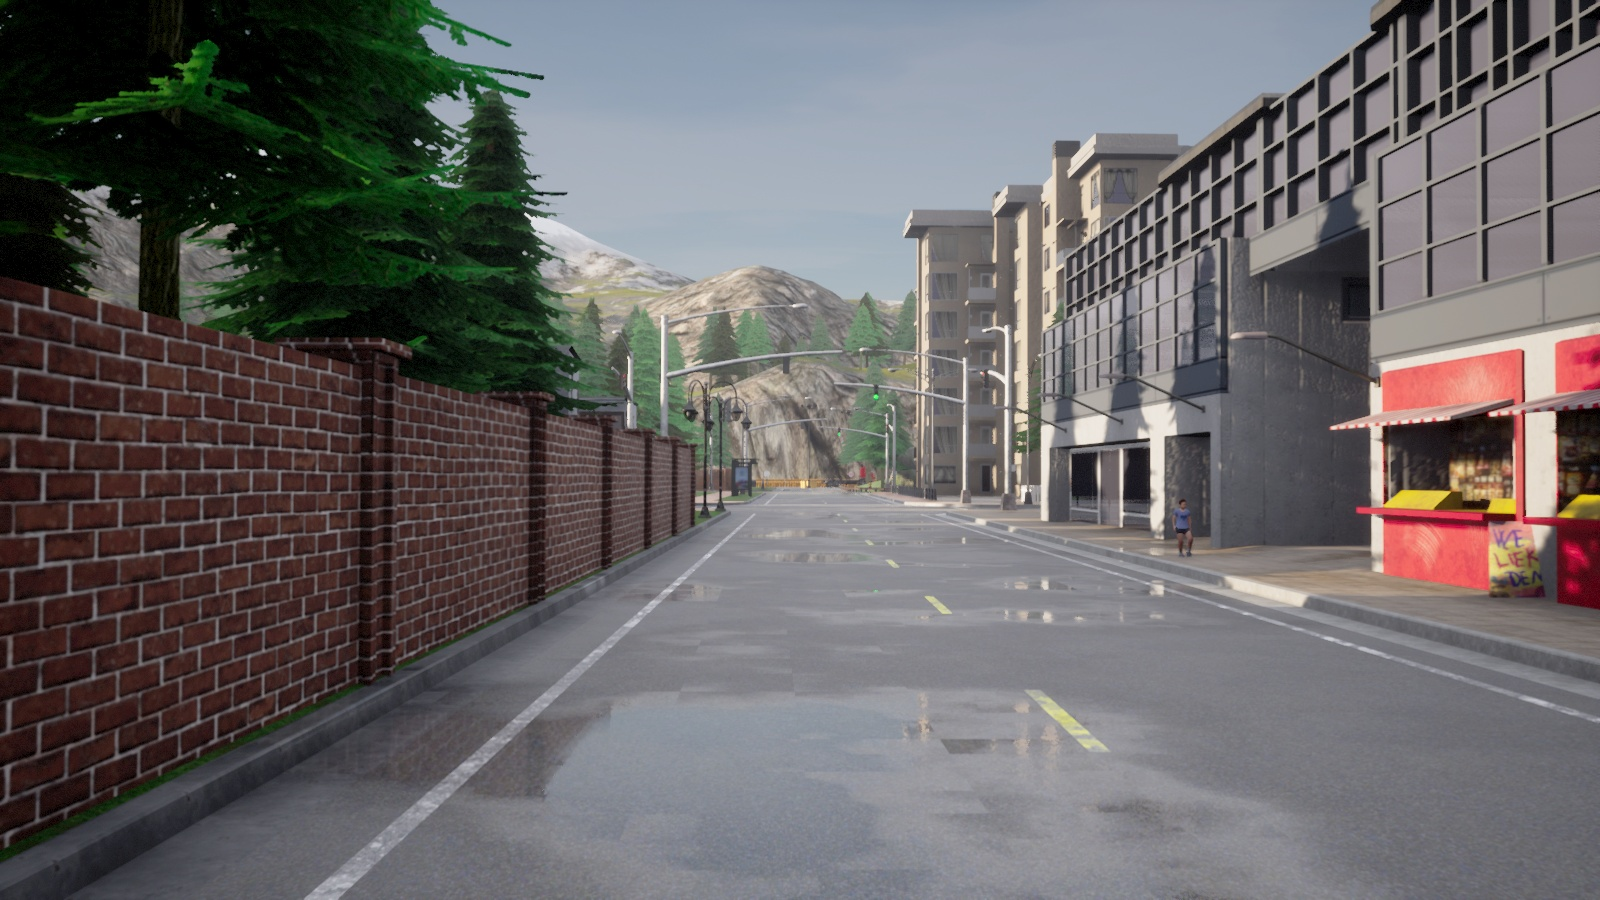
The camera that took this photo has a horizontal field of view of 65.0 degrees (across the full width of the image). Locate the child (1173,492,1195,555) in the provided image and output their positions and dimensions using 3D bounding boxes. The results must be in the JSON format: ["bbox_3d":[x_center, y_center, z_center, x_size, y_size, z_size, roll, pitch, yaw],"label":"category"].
[{"bbox_3d":[6.922,1.320,22.648,0.255,1.110,0.394,0,-1,-3],"label":"child"}]
